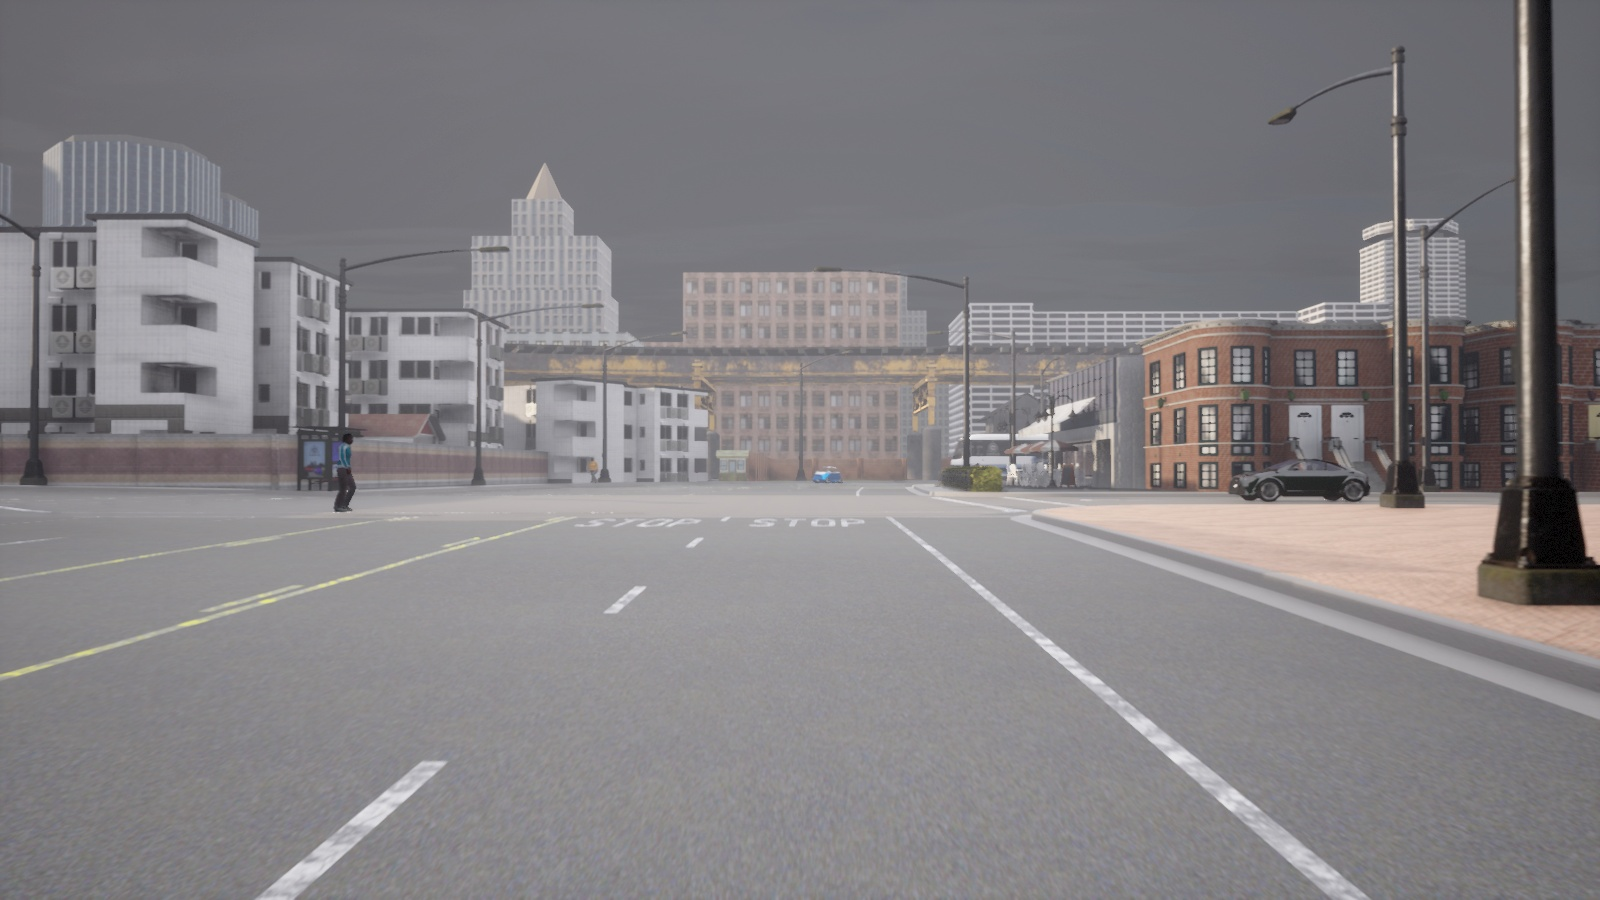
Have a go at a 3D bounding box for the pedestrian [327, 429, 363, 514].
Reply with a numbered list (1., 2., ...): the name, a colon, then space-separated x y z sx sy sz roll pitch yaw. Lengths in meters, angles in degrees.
1. pedestrian: -10.353 0.486 28.584 0.692 1.930 0.396 0 -1 -3

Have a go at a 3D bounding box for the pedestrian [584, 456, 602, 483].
1. pedestrian: -14.435 1.380 87.595 0.874 1.855 0.900 0 -1 24

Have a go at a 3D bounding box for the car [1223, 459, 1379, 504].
1. car: 15.931 0.990 40.089 4.181 1.385 1.994 0 -1 1

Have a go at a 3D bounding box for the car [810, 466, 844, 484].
1. car: 2.104 1.971 97.630 2.207 1.376 1.481 1 -2 -41
